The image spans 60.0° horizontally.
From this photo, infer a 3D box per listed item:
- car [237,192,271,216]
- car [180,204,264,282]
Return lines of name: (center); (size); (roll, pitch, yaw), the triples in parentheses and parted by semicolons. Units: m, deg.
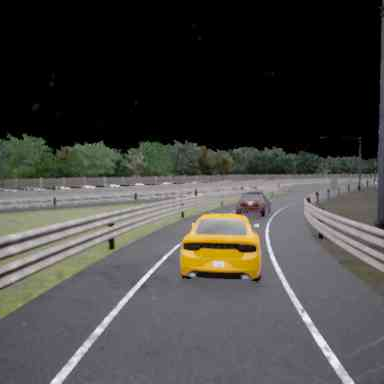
car: (4.788, 0.783, 25.407); (2.097, 1.767, 4.553); (1, 2, 19)
car: (0.910, 1.333, 9.510); (1.882, 1.535, 5.008); (1, 1, 8)
